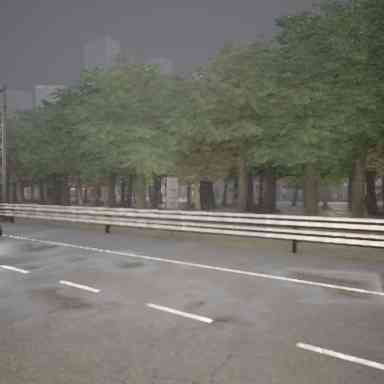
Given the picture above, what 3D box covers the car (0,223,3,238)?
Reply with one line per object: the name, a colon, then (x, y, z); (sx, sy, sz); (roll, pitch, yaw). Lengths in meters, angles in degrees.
car: (-10.911, 1.572, 15.951); (4.181, 1.385, 1.994); (0, 0, 35)
